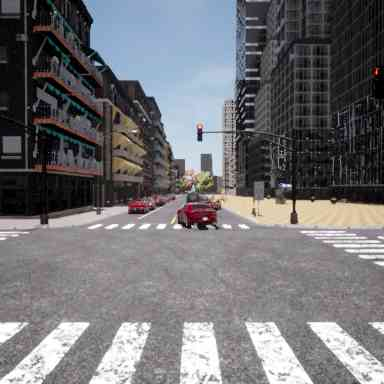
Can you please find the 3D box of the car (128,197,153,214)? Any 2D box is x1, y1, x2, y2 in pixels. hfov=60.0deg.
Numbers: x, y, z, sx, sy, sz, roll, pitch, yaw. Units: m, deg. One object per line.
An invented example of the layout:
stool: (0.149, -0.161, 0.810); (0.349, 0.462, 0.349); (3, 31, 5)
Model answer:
car: (-5.641, 1.540, 35.411); (1.887, 1.381, 4.507); (-1, 0, 0)

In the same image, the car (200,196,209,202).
car: (2.774, 1.547, 74.997); (1.887, 1.381, 4.507); (-1, 0, 0)

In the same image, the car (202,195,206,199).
car: (2.755, 1.551, 63.698); (2.008, 1.369, 4.403); (-1, 0, 0)

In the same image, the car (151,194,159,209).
car: (-5.633, 1.436, 41.060); (1.967, 1.590, 4.097); (-1, 0, 0)

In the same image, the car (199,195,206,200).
car: (2.802, 1.534, 92.114); (1.752, 1.417, 4.829); (-1, 0, 0)

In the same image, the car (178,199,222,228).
car: (0.278, 1.477, 22.526); (1.882, 1.535, 5.008); (-1, 0, -12)

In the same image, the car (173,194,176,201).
car: (-5.558, 1.321, 86.252); (2.192, 1.841, 5.009); (-1, 0, 0)

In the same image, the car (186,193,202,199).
car: (0.208, 1.219, 55.105); (2.150, 2.045, 5.566); (0, 0, 1)

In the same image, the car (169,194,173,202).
car: (-5.583, 1.583, 69.305); (1.802, 1.307, 4.206); (-1, 0, 0)

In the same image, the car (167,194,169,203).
car: (-5.604, 1.438, 58.006); (1.967, 1.590, 4.097); (-1, 0, 0)

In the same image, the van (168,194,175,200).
van: (-5.548, 1.350, 91.899); (1.690, 1.788, 3.998); (-1, 0, 0)

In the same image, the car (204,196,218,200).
car: (2.716, 1.540, 41.103); (1.887, 1.381, 4.507); (-1, 0, 0)

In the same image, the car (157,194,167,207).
car: (-5.615, 1.312, 52.358); (2.192, 1.841, 5.009); (-1, 0, 0)
